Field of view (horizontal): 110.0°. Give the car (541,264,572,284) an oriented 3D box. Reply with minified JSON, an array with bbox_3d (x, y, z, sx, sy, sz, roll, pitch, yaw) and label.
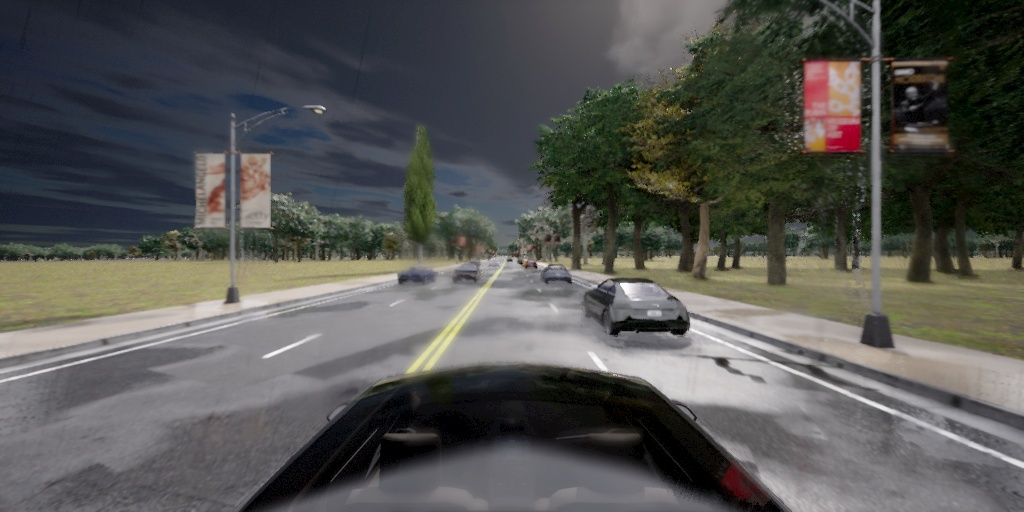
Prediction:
[{"bbox_3d":[3.312,1.315,27.397,1.994,1.385,4.181,0,0,0],"label":"car"}]

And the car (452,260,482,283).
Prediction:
[{"bbox_3d":[-3.389,1.299,27.886,2.033,1.411,5.357,0,0,0],"label":"car"}]

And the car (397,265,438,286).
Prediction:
[{"bbox_3d":[-6.633,1.352,25.602,1.895,1.301,4.718,0,0,0],"label":"car"}]

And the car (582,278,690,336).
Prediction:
[{"bbox_3d":[3.343,1.313,10.425,1.994,1.385,4.181,0,0,0],"label":"car"}]

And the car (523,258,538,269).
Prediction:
[{"bbox_3d":[3.082,1.306,57.234,1.812,1.442,4.674,0,0,0],"label":"car"}]
